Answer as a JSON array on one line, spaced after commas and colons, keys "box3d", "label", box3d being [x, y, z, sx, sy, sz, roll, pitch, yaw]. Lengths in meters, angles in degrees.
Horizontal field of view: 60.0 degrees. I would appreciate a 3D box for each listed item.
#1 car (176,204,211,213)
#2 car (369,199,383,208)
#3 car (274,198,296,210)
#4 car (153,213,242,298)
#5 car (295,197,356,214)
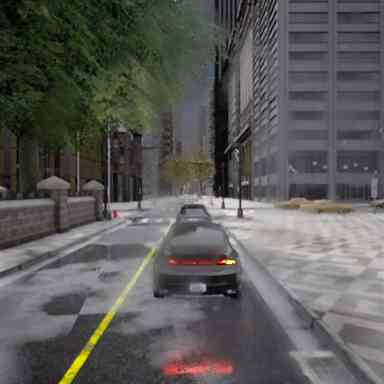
[{"box3d": [0.098, 1.438, 18.651, 2.033, 1.649, 4.856, 0, 0, 1], "label": "car"}, {"box3d": [23.445, 1.139, 39.043, 4.829, 1.417, 1.752, -1, 1, 0], "label": "car"}, {"box3d": [12.104, 1.324, 39.106, 4.829, 1.417, 1.752, -1, 1, 0], "label": "car"}, {"box3d": [0.113, 1.507, 8.521, 1.837, 1.490, 4.892, 0, 0, 0], "label": "car"}, {"box3d": [12.407, 1.337, 30.579, 4.829, 1.417, 1.752, -1, 1, 0], "label": "car"}]
